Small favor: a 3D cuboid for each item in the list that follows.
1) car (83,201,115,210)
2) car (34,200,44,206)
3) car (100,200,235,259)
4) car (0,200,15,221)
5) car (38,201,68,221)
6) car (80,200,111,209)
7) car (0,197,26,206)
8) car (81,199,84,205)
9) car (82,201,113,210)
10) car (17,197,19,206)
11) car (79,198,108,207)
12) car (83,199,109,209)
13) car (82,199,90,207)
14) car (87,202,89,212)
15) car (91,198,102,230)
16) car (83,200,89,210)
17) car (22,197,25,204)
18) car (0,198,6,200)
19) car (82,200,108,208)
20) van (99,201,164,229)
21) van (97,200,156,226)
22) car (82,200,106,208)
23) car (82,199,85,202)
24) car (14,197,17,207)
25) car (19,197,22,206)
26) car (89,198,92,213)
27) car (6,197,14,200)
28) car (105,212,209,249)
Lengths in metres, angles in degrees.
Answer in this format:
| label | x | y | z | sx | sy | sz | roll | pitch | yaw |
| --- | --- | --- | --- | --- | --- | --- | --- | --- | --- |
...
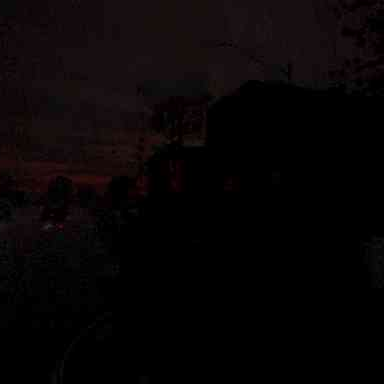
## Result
| label | x | y | z | sx | sy | sz | roll | pitch | yaw |
| --- | --- | --- | --- | --- | --- | --- | --- | --- | --- |
| car | -16.408 | 2.424 | 58.764 | 4.792 | 1.488 | 2.163 | 3 | -2 | -39 |
| car | -31.833 | 2.286 | 69.365 | 1.895 | 1.301 | 4.718 | 1 | -1 | -19 |
| car | -0.652 | 1.519 | 14.132 | 5.566 | 2.045 | 2.435 | 3 | -2 | -39 |
| car | -18.214 | 1.809 | 30.730 | 2.128 | 1.511 | 4.902 | 1 | -1 | -19 |
| car | -13.174 | 1.903 | 31.804 | 1.882 | 1.535 | 5.008 | 1 | -1 | -19 |
| car | -18.530 | 2.460 | 64.200 | 5.366 | 1.575 | 1.946 | 3 | -2 | -39 |
| car | -38.803 | 2.004 | 71.188 | 5.566 | 2.045 | 2.435 | 1 | -1 | -39 |
| car | -14.319 | 2.320 | 53.286 | 5.366 | 1.575 | 1.946 | 3 | -2 | -39 |
| car | -17.409 | 2.433 | 61.539 | 4.892 | 1.521 | 2.231 | 3 | -2 | -39 |
| car | -35.799 | 2.011 | 62.644 | 4.553 | 1.767 | 2.185 | 1 | -1 | -39 |
| car | -22.307 | 2.375 | 75.512 | 5.566 | 2.045 | 2.435 | 3 | -2 | -39 |
| car | -19.348 | 2.385 | 67.134 | 4.553 | 1.767 | 2.185 | 3 | -2 | -39 |
| car | -12.351 | 2.243 | 47.706 | 5.366 | 1.575 | 1.946 | 3 | -2 | -39 |
| car | -7.563 | 2.046 | 33.626 | 4.892 | 1.521 | 2.231 | 3 | -2 | -40 |
| car | -2.652 | 1.596 | 19.665 | 5.566 | 2.045 | 2.435 | 3 | -2 | -39 |
| car | -11.520 | 2.229 | 44.768 | 4.792 | 1.488 | 2.163 | 3 | -2 | -39 |
| car | -37.791 | 2.217 | 68.357 | 4.892 | 1.521 | 2.231 | 1 | -1 | -39 |
| car | -30.768 | 1.688 | 48.396 | 5.566 | 2.045 | 2.435 | 1 | -1 | -40 |
| car | -20.357 | 2.549 | 69.905 | 4.892 | 1.521 | 2.231 | 3 | -2 | -39 |
| van | -4.516 | 1.706 | 25.345 | 4.442 | 1.987 | 1.878 | 3 | -2 | -39 |
| van | -5.500 | 1.746 | 28.135 | 4.442 | 1.987 | 1.878 | 3 | -2 | -39 |
| car | -21.347 | 2.626 | 72.691 | 4.674 | 1.452 | 2.002 | 3 | -2 | -39 |
| car | -13.470 | 2.277 | 50.369 | 5.008 | 1.535 | 2.097 | 3 | -2 | -39 |
| car | -34.786 | 1.972 | 59.791 | 4.553 | 1.767 | 2.185 | 1 | -1 | -39 |
| car | -36.753 | 2.051 | 65.529 | 4.553 | 1.767 | 2.185 | 1 | -1 | -40 |
| car | -3.636 | 1.635 | 22.456 | 5.566 | 2.045 | 2.435 | 3 | -2 | -39 |
| car | -32.735 | 1.768 | 54.135 | 5.566 | 2.045 | 2.435 | 1 | -1 | -39 |
| car | -1.666 | 1.837 | 16.864 | 4.792 | 1.488 | 2.163 | 3 | -2 | -40 |
